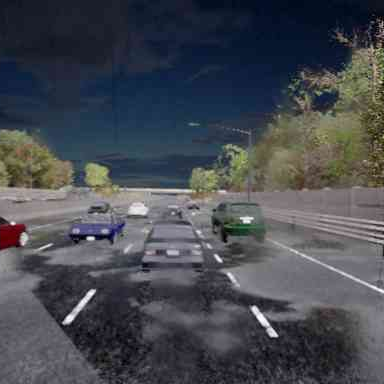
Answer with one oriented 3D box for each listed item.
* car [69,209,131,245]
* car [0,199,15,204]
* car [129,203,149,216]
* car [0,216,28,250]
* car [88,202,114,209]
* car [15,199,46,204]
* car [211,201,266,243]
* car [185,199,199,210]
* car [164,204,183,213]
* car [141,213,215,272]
[{"bbox_3d":[-4.437,1.725,16.391,1.895,1.301,4.718,1,-1,-3],"label":"car"},{"bbox_3d":[-23.652,1.586,42.753,2.128,1.511,4.902,1,-1,-3],"label":"car"},{"bbox_3d":[-5.453,1.859,34.041,1.812,1.442,4.674,1,-1,-3],"label":"car"},{"bbox_3d":[-7.681,1.481,11.889,1.882,1.535,5.008,1,-1,-3],"label":"car"},{"bbox_3d":[-8.881,1.754,32.743,1.837,1.490,4.892,1,-1,-3],"label":"car"},{"bbox_3d":[-20.152,1.651,42.689,2.128,1.511,4.902,1,-1,-3],"label":"car"},{"bbox_3d":[2.380,1.499,18.063,2.150,2.045,5.566,1,-1,-3],"label":"car"},{"bbox_3d":[0.159,2.345,56.636,1.895,1.301,4.718,1,-1,-3],"label":"car"},{"bbox_3d":[-1.964,1.931,34.325,1.812,1.442,4.674,1,-1,-3],"label":"car"},{"bbox_3d":[-0.637,1.680,11.257,2.033,1.411,5.357,1,-1,-3],"label":"car"}]
